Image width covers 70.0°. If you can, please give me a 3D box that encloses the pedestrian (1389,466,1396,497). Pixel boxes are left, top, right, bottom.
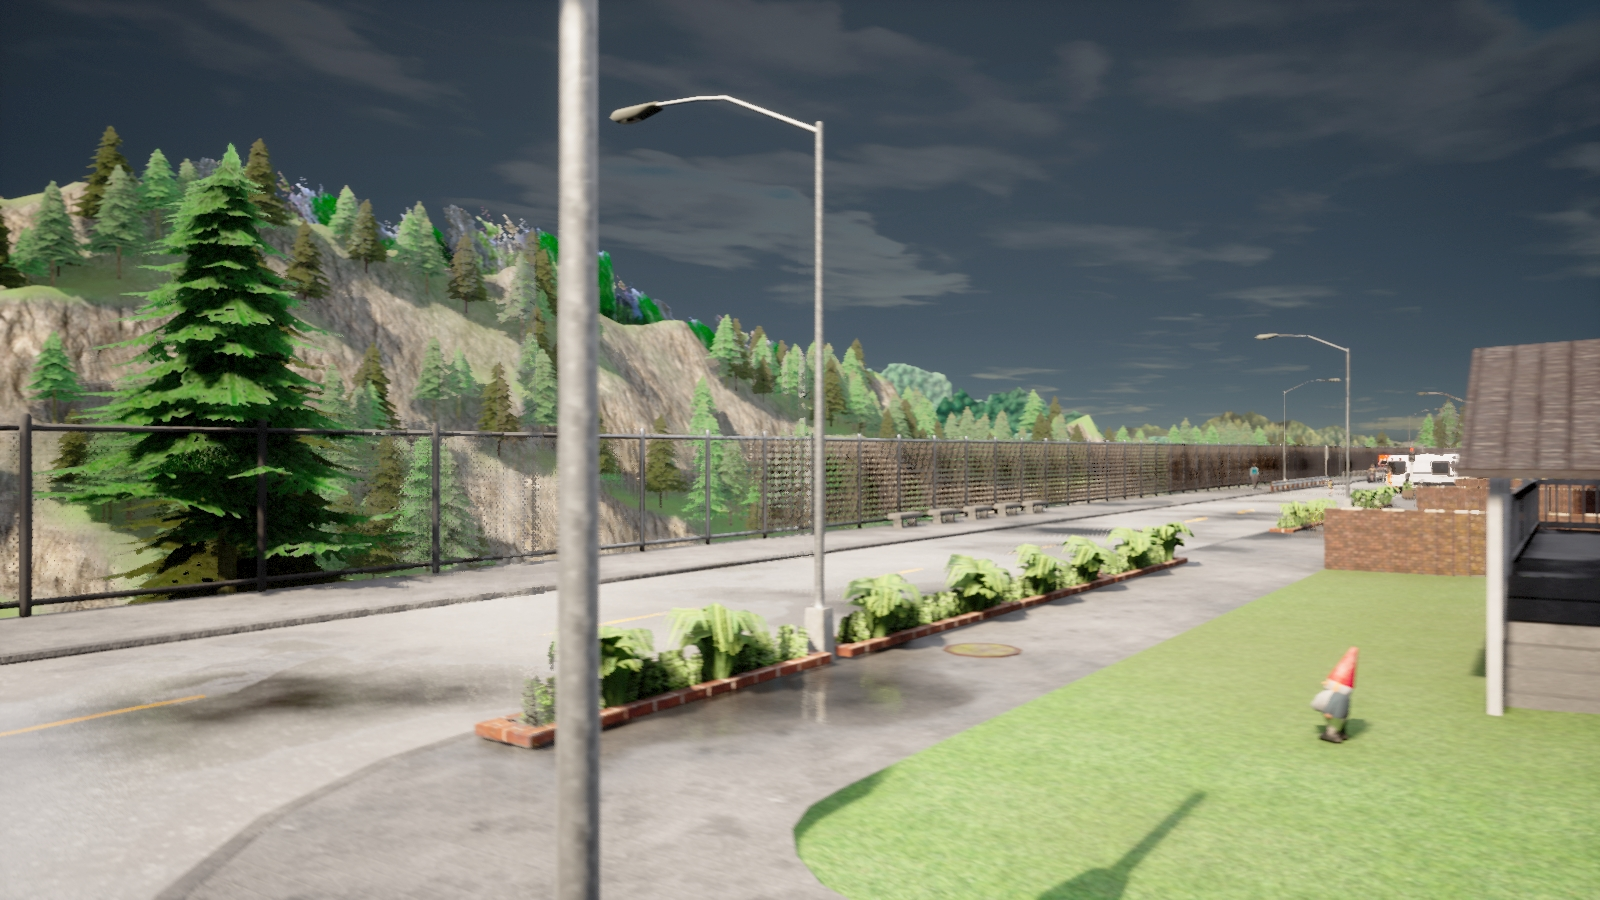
[{"bbox_3d":[35.345,1.890,68.159,0.375,1.860,0.375,0,0,32],"label":"pedestrian"}]

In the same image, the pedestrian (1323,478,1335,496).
[{"bbox_3d":[32.502,2.270,70.186,0.500,1.100,0.500,0,0,-32],"label":"pedestrian"}]
